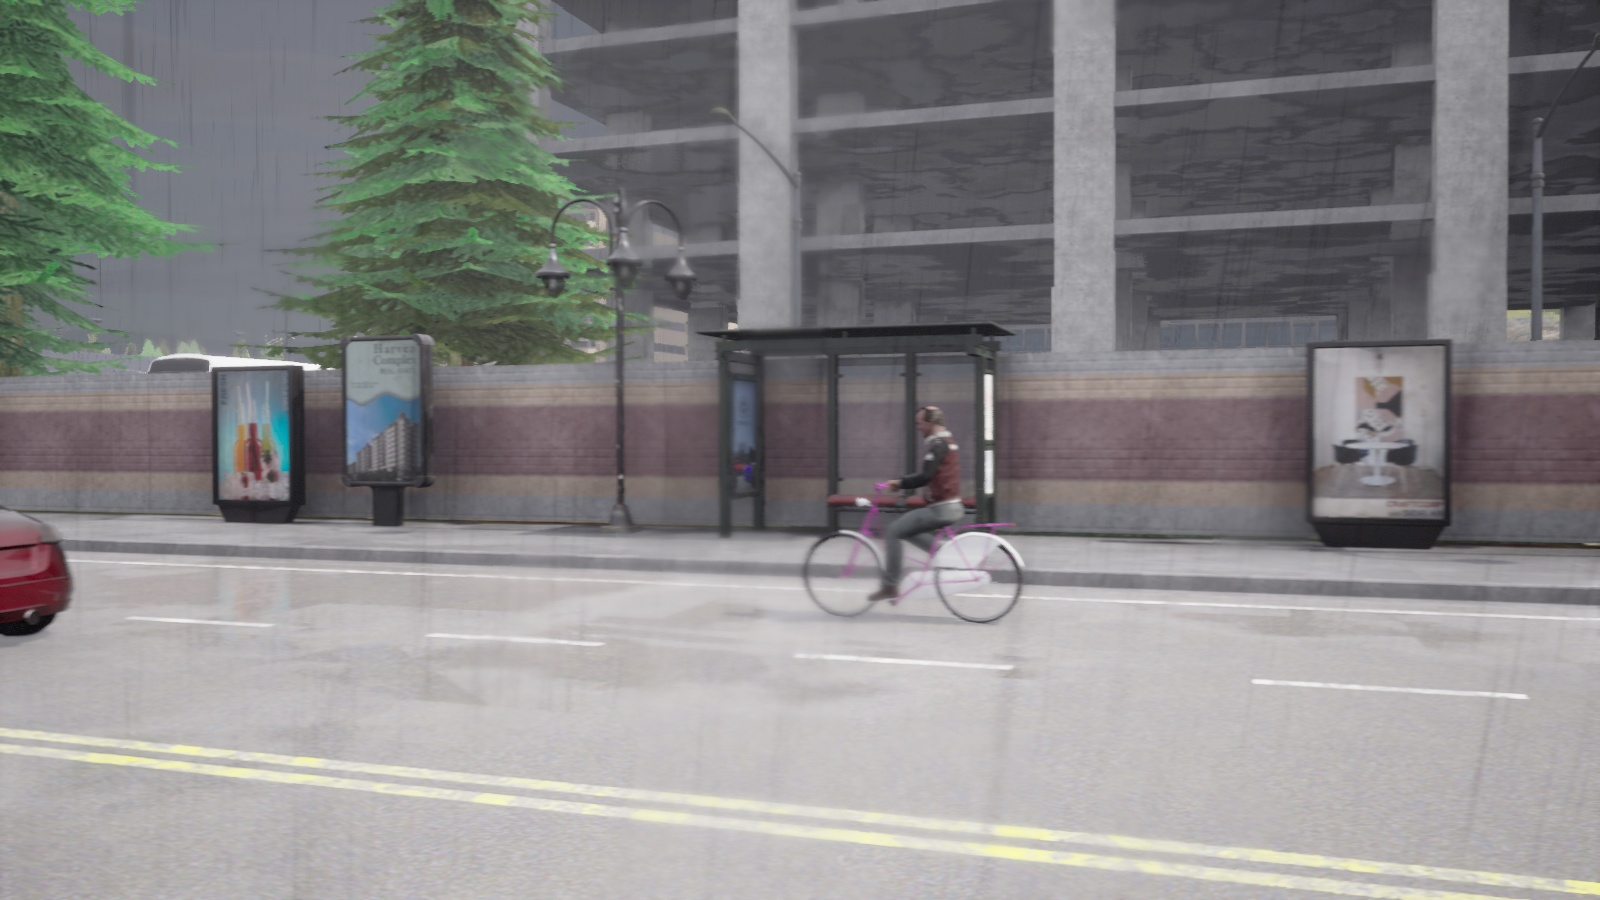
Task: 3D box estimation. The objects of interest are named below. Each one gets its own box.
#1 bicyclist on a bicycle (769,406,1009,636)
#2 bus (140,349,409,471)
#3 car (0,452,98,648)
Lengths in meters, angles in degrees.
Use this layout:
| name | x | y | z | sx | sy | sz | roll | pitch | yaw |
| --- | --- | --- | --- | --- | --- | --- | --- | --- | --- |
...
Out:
| name | x | y | z | sx | sy | sz | roll | pitch | yaw |
| --- | --- | --- | --- | --- | --- | --- | --- | --- | --- |
| bicyclist on a bicycle | 0.727 | 0.535 | 10.317 | 1.843 | 1.776 | 0.659 | 1 | 1 | 19 |
| bus | -20.142 | -1.470 | 49.235 | 3.944 | 4.253 | 10.273 | 1 | 1 | 18 |
| car | -7.758 | 0.709 | 9.493 | 4.181 | 1.385 | 1.994 | 1 | 1 | 19 |
